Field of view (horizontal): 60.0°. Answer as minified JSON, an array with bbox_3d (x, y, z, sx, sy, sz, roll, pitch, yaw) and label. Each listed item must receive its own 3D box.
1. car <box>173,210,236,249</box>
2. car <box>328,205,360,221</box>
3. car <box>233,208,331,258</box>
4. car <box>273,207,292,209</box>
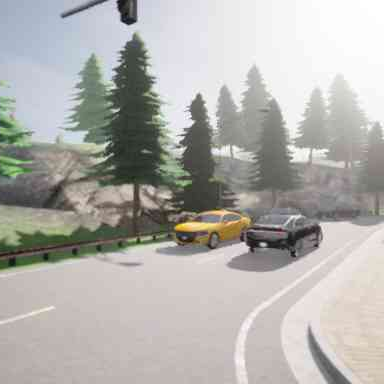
[{"bbox_3d":[1.076,1.650,15.814,1.882,1.535,5.008,0,-1,34],"label":"car"},{"bbox_3d":[13.686,1.933,31.273,4.718,1.301,1.895,0,-1,-35],"label":"car"},{"bbox_3d":[3.892,1.644,13.639,2.128,1.511,4.902,0,-1,35],"label":"car"},{"bbox_3d":[6.630,1.805,24.069,2.033,1.411,5.357,0,-1,36],"label":"car"}]
